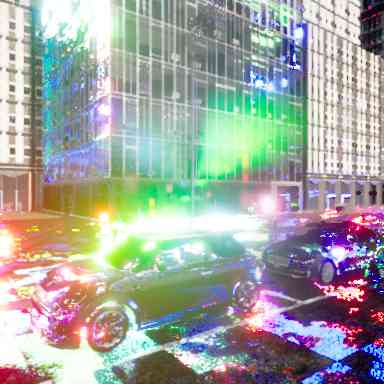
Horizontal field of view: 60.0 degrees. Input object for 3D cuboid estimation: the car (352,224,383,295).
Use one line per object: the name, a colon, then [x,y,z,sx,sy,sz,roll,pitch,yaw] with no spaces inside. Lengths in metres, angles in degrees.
car: [5.797,1.513,7.515,4.674,1.442,1.812,0,0,-36]

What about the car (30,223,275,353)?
car: [-0.681,1.436,6.074,4.097,1.590,1.967,0,0,-36]

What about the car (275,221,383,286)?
car: [3.821,1.539,9.288,4.403,1.369,2.008,0,0,-36]
